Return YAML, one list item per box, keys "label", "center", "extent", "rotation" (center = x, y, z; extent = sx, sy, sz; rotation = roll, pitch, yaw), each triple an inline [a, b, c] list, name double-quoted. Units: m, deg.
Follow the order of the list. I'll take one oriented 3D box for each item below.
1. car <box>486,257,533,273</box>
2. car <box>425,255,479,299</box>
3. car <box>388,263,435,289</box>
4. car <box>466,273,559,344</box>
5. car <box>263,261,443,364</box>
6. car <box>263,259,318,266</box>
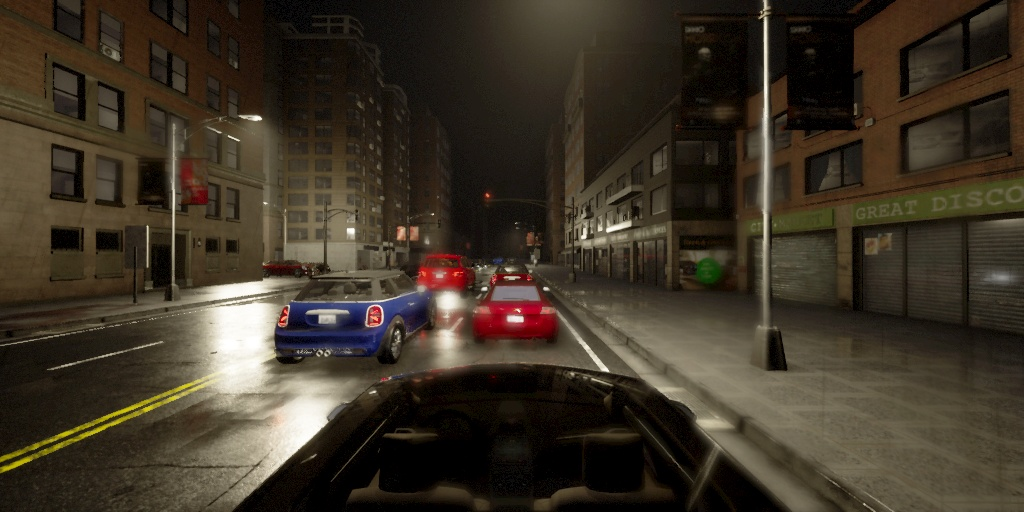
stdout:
- label: "car"
  center: [0.000, 1.104, 18.251]
  extent: [2.097, 1.767, 4.553]
  rotation: [0, 0, 0]
- label: "car"
  center: [-3.150, 0.974, 18.288]
  extent: [2.150, 2.045, 5.566]
  rotation: [0, 0, 0]
- label: "car"
  center: [-6.603, 1.259, 24.114]
  extent: [1.837, 1.490, 4.892]
  rotation: [0, 0, 0]
- label: "car"
  center: [0.092, 1.315, 9.633]
  extent: [1.994, 1.385, 4.181]
  rotation: [0, 0, 0]
- label: "car"
  center: [-3.147, 1.102, 8.249]
  extent: [2.097, 1.767, 4.553]
  rotation: [0, 0, 0]
- label: "car"
  center: [-20.793, 1.102, 33.570]
  extent: [4.553, 1.767, 2.097]
  rotation: [0, 0, 2]
